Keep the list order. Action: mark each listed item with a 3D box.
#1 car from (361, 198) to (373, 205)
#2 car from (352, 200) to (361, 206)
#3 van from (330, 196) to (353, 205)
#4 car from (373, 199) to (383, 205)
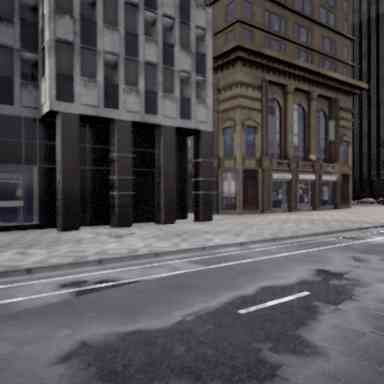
[{"bbox_3d":[34.433,1.902,66.092,1.802,1.307,4.206,-1,0,-35],"label":"car"},{"bbox_3d":[27.697,1.916,60.828,2.008,1.369,4.403,-1,0,-35],"label":"car"},{"bbox_3d":[31.486,1.730,70.243,1.690,1.788,3.998,-1,0,-35],"label":"van"},{"bbox_3d":[37.367,1.566,61.940,2.192,1.841,5.009,-1,0,-35],"label":"car"}]
